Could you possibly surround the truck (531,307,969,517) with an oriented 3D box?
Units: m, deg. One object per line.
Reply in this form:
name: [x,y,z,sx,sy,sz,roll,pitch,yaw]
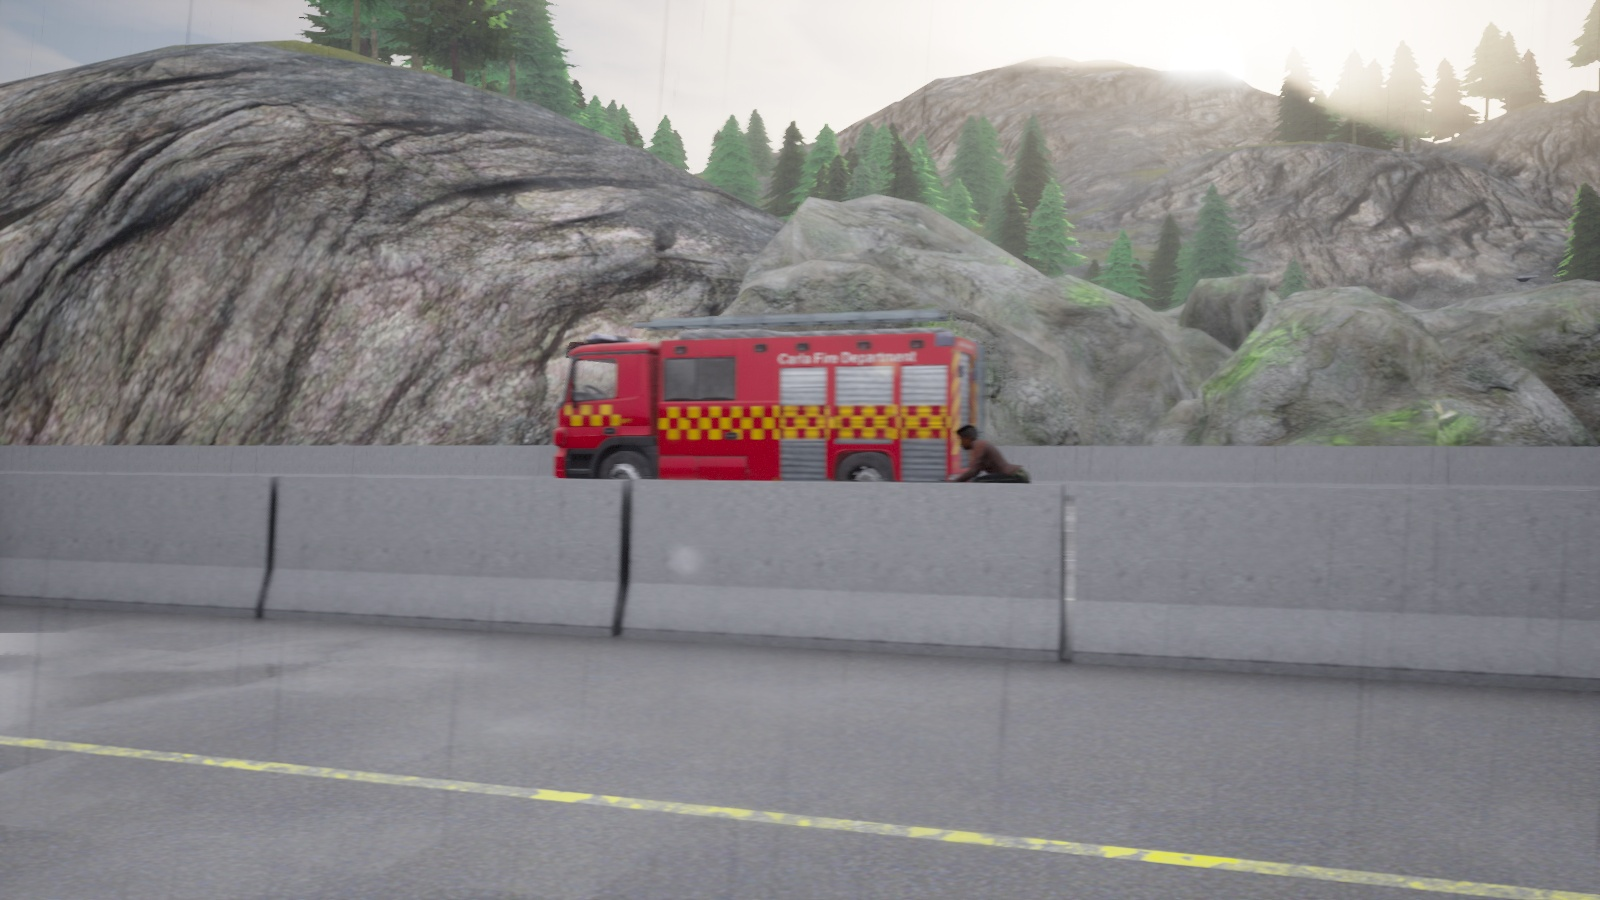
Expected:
truck: [-1.029,-0.753,25.677,8.468,3.827,2.891,1,1,19]
